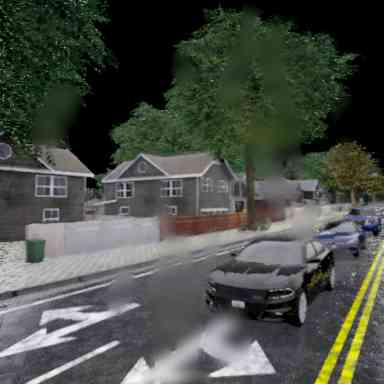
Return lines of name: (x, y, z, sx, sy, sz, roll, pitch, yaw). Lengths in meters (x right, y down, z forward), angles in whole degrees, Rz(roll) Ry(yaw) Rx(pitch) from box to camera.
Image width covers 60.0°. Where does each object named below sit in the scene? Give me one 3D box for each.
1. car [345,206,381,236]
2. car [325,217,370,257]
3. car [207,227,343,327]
car: (13.147, 2.146, 25.478, 2.150, 2.045, 5.566, -2, -3, 33)
car: (7.333, 2.176, 16.265, 1.812, 1.442, 4.674, -2, -3, 33)
car: (2.155, 1.813, 8.061, 1.882, 1.535, 5.008, -2, -3, 32)
